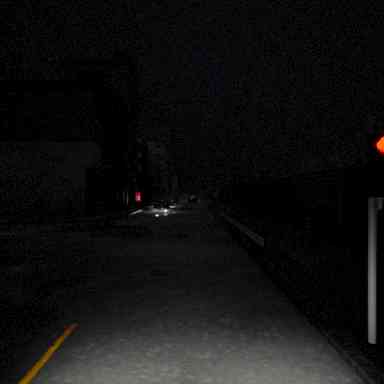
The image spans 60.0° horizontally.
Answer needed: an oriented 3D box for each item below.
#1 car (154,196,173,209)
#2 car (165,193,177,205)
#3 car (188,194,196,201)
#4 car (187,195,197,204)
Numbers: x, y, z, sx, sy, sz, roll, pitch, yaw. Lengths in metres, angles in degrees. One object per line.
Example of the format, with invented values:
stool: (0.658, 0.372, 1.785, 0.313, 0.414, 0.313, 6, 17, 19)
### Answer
car: (-4.058, 1.564, 45.686, 1.994, 1.385, 4.181, 0, 0, 0)
car: (-4.042, 1.352, 55.416, 2.097, 1.767, 4.553, 0, 0, 0)
car: (0.057, 1.310, 76.688, 1.882, 1.535, 5.008, 0, 0, 0)
car: (0.051, 1.491, 66.268, 2.128, 1.511, 4.902, 0, 0, 0)
